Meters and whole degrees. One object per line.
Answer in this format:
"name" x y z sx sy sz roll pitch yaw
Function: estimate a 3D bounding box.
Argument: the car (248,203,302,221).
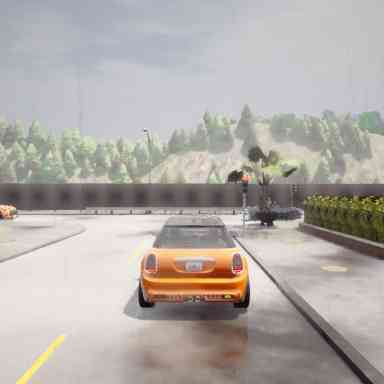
"car" 6.495 1.564 26.252 4.181 1.385 1.994 0 0 0

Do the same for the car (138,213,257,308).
"car" 0.056 1.352 8.091 2.097 1.767 4.553 0 0 0

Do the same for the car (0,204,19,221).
"car" -16.198 1.352 26.251 4.553 1.767 2.097 0 0 0
